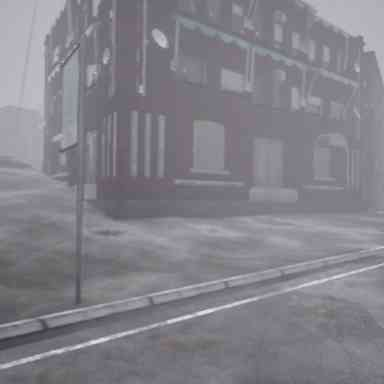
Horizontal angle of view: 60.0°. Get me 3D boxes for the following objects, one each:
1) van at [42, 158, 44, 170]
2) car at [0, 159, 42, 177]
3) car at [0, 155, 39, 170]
[{"bbox_3d":[-13.030,-2.550,34.382,1.878,1.987,4.442,0,-2,39],"label":"van"},{"bbox_3d":[-17.770,-2.373,33.152,1.895,1.301,4.718,0,-2,39],"label":"car"},{"bbox_3d":[-16.616,-2.504,29.980,2.002,1.452,4.674,0,-2,40],"label":"car"}]
